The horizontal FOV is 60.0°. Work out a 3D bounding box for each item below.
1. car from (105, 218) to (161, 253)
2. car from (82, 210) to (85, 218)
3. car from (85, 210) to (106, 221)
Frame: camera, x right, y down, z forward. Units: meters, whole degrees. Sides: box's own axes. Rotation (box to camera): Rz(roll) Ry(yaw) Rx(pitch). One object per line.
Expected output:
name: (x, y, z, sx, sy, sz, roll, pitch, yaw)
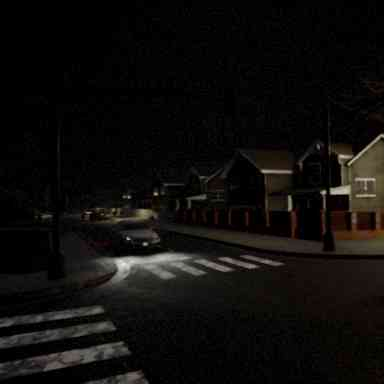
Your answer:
car: (-3.126, 2.229, 17.536, 1.812, 1.442, 4.674, 0, -2, -24)
car: (-18.685, 3.916, 59.908, 2.128, 1.511, 4.902, -1, -2, -24)
car: (-14.099, 3.465, 49.555, 2.128, 1.511, 4.902, -1, -2, -24)
